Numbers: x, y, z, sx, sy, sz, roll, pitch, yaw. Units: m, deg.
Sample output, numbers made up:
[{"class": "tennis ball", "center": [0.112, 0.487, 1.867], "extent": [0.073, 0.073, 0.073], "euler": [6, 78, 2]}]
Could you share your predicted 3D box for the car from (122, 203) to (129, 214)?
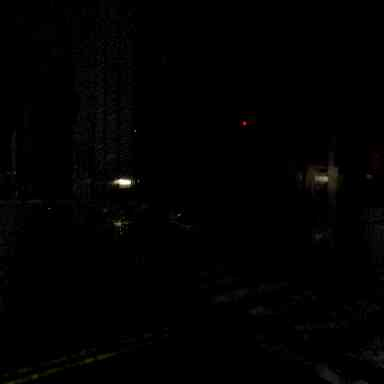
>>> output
[{"class": "car", "center": [-5.640, 1.640, 34.501], "extent": [2.128, 1.511, 4.902], "euler": [1, -1, -35]}]

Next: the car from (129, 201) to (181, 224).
[{"class": "car", "center": [-2.672, 1.606, 24.881], "extent": [1.812, 1.442, 4.674], "euler": [1, -1, -37]}]

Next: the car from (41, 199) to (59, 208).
[{"class": "car", "center": [-22.740, 1.787, 53.176], "extent": [2.033, 1.411, 5.357], "euler": [1, -1, -35]}]

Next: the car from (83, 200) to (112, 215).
[{"class": "car", "center": [-10.021, 1.627, 35.173], "extent": [2.128, 1.511, 4.902], "euler": [1, 0, -36]}]
